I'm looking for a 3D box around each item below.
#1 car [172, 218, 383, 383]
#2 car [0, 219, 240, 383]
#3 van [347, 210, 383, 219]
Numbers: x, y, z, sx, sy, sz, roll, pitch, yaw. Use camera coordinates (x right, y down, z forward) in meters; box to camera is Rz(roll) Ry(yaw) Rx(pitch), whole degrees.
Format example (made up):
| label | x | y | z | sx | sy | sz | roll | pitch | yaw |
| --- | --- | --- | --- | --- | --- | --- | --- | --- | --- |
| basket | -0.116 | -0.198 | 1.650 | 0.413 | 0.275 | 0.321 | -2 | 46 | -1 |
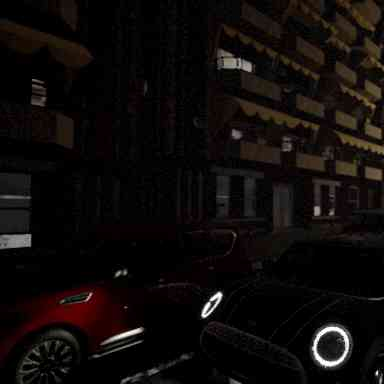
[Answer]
| label | x | y | z | sx | sy | sz | roll | pitch | yaw |
| --- | --- | --- | --- | --- | --- | --- | --- | --- | --- |
| car | 2.194 | 1.451 | 4.886 | 4.553 | 1.767 | 2.097 | 1 | -2 | -40 |
| car | -1.031 | 1.442 | 5.485 | 5.009 | 1.841 | 2.192 | 1 | 0 | -41 |
| van | 7.268 | 1.588 | 12.793 | 3.998 | 1.788 | 1.690 | 1 | 0 | -41 |
